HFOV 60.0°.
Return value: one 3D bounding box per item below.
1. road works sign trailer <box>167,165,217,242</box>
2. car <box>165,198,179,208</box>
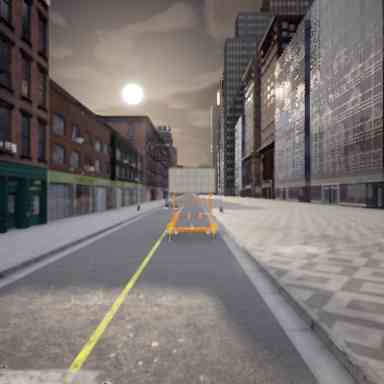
[{"bbox_3d":[0.000,0.482,16.534,2.380,3.560,2.880,0,0,0],"label":"road works sign trailer"},{"bbox_3d":[-3.063,1.619,50.565,1.812,1.442,4.674,0,0,0],"label":"car"}]
